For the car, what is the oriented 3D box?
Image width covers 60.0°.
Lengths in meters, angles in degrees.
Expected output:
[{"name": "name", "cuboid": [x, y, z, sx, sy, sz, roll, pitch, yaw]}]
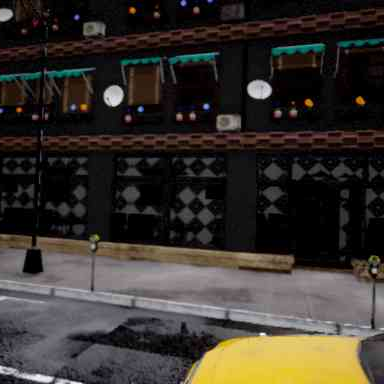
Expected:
[{"name": "car", "cuboid": [2.453, 1.639, 2.314, 5.366, 1.575, 1.801, 2, -2, 16]}]
